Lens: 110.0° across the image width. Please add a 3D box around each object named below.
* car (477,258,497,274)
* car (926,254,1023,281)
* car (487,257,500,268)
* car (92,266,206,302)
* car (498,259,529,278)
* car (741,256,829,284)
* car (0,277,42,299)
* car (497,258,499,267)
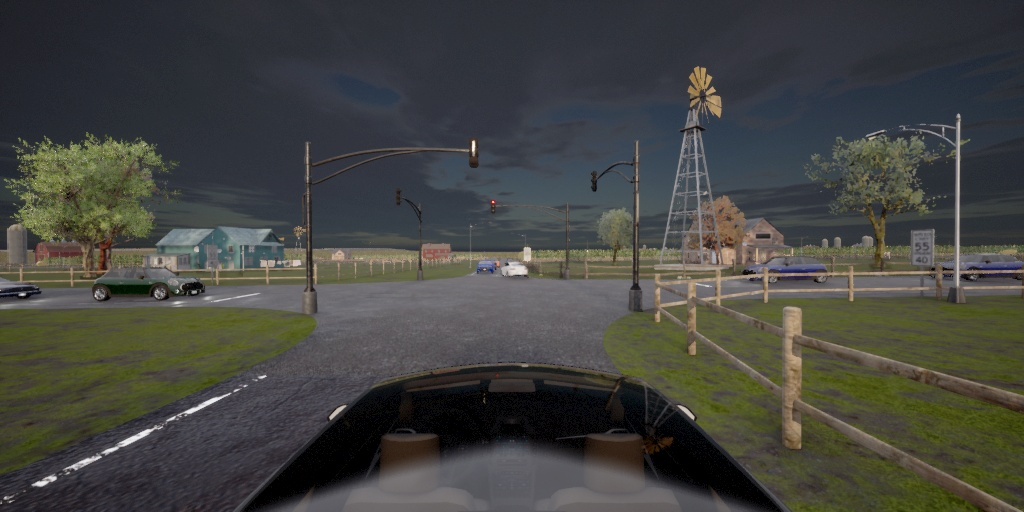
[{"bbox_3d":[-3.045,1.223,41.958,1.882,1.535,5.008,0,0,-1],"label":"car"},{"bbox_3d":[29.706,0.648,23.006,4.553,1.767,2.097,0,1,0],"label":"car"},{"bbox_3d":[-3.161,1.099,61.896,2.097,1.767,4.553,0,0,0],"label":"car"},{"bbox_3d":[-19.175,1.372,19.086,4.553,1.767,2.097,-1,1,0],"label":"car"},{"bbox_3d":[0.263,1.270,33.504,1.812,1.442,4.674,-1,0,-12],"label":"car"},{"bbox_3d":[17.324,0.811,22.952,4.553,1.767,2.097,-1,1,0],"label":"car"},{"bbox_3d":[-28.693,1.698,19.043,5.357,1.411,2.033,-1,1,0],"label":"car"},{"bbox_3d":[-3.115,1.293,51.862,2.033,1.411,5.357,0,0,-1],"label":"car"}]
